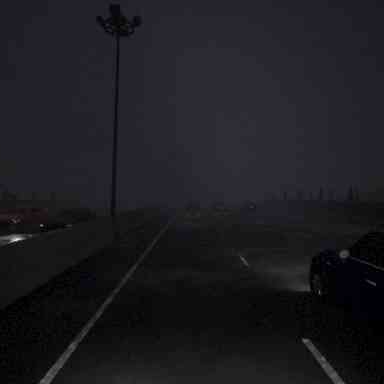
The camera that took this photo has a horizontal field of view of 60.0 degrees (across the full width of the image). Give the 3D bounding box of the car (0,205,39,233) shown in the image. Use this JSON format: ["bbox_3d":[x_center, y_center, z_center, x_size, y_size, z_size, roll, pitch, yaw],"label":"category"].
[{"bbox_3d":[-10.606,1.582,20.764,1.882,1.535,5.008,0,0,0],"label":"car"}]

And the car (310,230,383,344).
[{"bbox_3d":[3.599,1.380,5.376,2.097,1.767,4.553,0,0,0],"label":"car"}]

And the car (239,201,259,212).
[{"bbox_3d":[7.092,1.776,41.824,1.994,1.385,4.181,0,0,0],"label":"car"}]

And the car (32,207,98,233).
[{"bbox_3d":[-7.106,1.647,19.782,2.033,1.411,5.357,0,0,0],"label":"car"}]

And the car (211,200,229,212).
[{"bbox_3d":[3.588,1.750,43.073,1.812,1.442,4.674,0,-1,0],"label":"car"}]

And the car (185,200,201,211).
[{"bbox_3d":[0.088,1.752,43.228,1.812,1.442,4.674,0,-1,0],"label":"car"}]
